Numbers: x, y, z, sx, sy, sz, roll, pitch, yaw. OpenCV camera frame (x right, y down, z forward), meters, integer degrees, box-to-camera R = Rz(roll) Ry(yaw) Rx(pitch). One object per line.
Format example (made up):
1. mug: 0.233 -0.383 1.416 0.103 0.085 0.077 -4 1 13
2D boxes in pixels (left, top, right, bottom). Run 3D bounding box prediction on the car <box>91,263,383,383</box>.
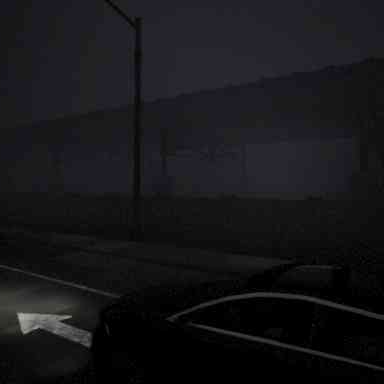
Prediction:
1. car: 1.048 1.497 3.245 4.902 1.511 2.128 0 0 36
